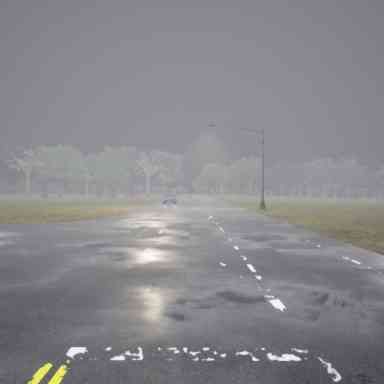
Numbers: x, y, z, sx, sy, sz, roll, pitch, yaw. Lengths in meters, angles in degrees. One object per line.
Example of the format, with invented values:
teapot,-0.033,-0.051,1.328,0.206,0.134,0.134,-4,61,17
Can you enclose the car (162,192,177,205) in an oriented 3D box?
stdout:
car,-3.613,1.083,55.069,2.150,2.045,5.566,0,0,0
